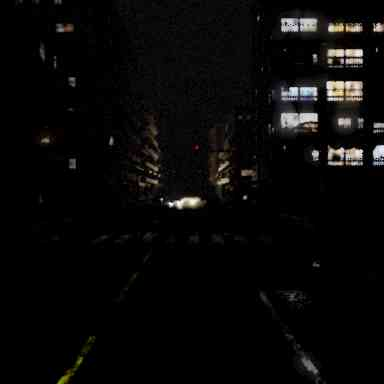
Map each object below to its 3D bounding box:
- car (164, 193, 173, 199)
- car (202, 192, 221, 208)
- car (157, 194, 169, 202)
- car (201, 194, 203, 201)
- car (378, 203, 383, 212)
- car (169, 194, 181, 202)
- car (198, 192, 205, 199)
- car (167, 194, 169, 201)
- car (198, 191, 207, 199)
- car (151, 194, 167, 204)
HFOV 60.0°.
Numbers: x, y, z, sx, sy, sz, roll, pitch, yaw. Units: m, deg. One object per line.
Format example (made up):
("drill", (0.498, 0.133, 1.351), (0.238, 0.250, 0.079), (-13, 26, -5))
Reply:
("car", (-5.706, 1.036, 81.574), (1.887, 1.381, 4.507), (0, 0, 0))
("car", (2.683, 1.167, 42.835), (1.967, 1.590, 4.097), (0, 0, 0))
("car", (-5.702, 1.156, 64.973), (1.947, 1.339, 4.313), (0, 0, 0))
("car", (2.682, 1.243, 48.370), (2.008, 1.369, 4.403), (0, 0, 0))
("car", (18.252, 1.078, 28.390), (4.313, 1.339, 1.947), (-1, 1, 0))
("car", (-3.042, 1.215, 60.898), (1.895, 1.301, 4.718), (0, 0, 1))
("car", (2.678, 1.172, 64.973), (1.802, 1.307, 4.206), (0, 0, 0))
("car", (-5.701, 1.205, 59.438), (1.802, 1.307, 4.206), (0, 0, 0))
("car", (2.674, 0.775, 87.108), (2.192, 1.841, 5.009), (0, 0, 0))
("car", (-5.701, 1.208, 53.903), (2.008, 1.369, 4.403), (0, 0, 0))
